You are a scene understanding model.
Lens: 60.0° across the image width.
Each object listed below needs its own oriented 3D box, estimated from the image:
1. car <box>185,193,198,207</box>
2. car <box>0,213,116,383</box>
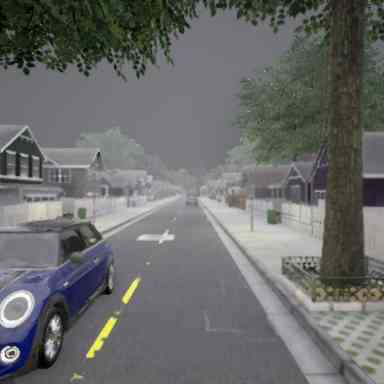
[{"bbox_3d":[-0.032,1.394,50.676,2.128,1.511,4.902,0,0,0],"label":"car"},{"bbox_3d":[-2.795,1.340,5.713,2.097,1.767,4.553,0,0,0],"label":"car"}]
